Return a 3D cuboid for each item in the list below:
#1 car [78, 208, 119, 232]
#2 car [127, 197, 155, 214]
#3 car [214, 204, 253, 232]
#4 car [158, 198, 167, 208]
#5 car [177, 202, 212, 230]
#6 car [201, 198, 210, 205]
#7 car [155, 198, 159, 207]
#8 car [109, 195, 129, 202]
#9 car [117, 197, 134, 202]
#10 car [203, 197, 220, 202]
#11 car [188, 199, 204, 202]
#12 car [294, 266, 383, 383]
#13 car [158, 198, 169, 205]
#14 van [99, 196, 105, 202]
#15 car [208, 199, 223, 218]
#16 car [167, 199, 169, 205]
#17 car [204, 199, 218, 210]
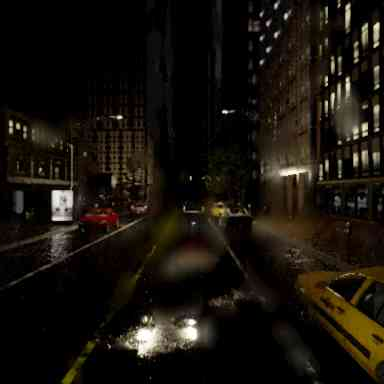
[{"bbox_3d":[-5.690,1.692,20.709,1.802,1.307,4.206,0,0,0],"label":"car"},{"bbox_3d":[-5.686,1.640,37.282,1.967,1.590,4.097,0,0,0],"label":"car"},{"bbox_3d":[2.690,1.661,20.711,2.008,1.369,4.403,0,0,0],"label":"car"},{"bbox_3d":[-5.683,1.732,53.855,1.967,1.590,4.097,0,0,0],"label":"car"},{"bbox_3d":[0.105,1.621,21.912,1.837,1.490,4.892,0,0,0],"label":"car"},{"bbox_3d":[2.831,1.965,70.428,1.802,1.307,4.206,0,0,0],"label":"car"},{"bbox_3d":[-5.684,1.812,42.806,1.802,1.307,4.206,0,0,0],"label":"car"},{"bbox_3d":[-18.589,1.773,84.397,5.009,1.841,2.192,0,0,1],"label":"car"},{"bbox_3d":[-18.500,2.011,92.778,4.403,1.369,2.008,0,0,1],"label":"car"},{"bbox_3d":[2.694,1.545,42.809,2.192,1.841,5.009,0,0,0],"label":"car"},{"bbox_3d":[0.111,1.785,41.301,1.994,1.385,4.181,0,0,0],"label":"car"},{"bbox_3d":[2.687,1.549,4.308,1.752,1.417,4.829,0,0,0],"label":"car"},{"bbox_3d":[-5.808,1.921,69.054,1.887,1.381,4.507,0,0,0],"label":"car"},{"bbox_3d":[-24.129,1.791,84.456,3.998,1.788,1.690,0,0,1],"label":"van"},{"bbox_3d":[2.693,1.696,31.929,1.752,1.417,4.829,0,0,0],"label":"car"},{"bbox_3d":[-5.740,1.888,59.377,1.947,1.339,4.313,0,0,0],"label":"car"},{"bbox_3d":[2.697,1.806,48.332,1.887,1.381,4.507,0,0,0],"label":"car"}]
